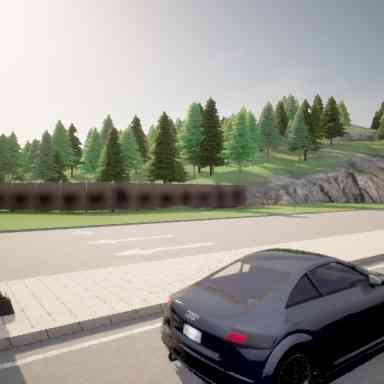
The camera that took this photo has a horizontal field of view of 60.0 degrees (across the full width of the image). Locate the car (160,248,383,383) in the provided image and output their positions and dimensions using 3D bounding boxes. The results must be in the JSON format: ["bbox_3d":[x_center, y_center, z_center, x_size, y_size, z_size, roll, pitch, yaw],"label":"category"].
[{"bbox_3d":[1.631,1.563,4.913,4.181,1.385,1.994,0,0,-35],"label":"car"}]
